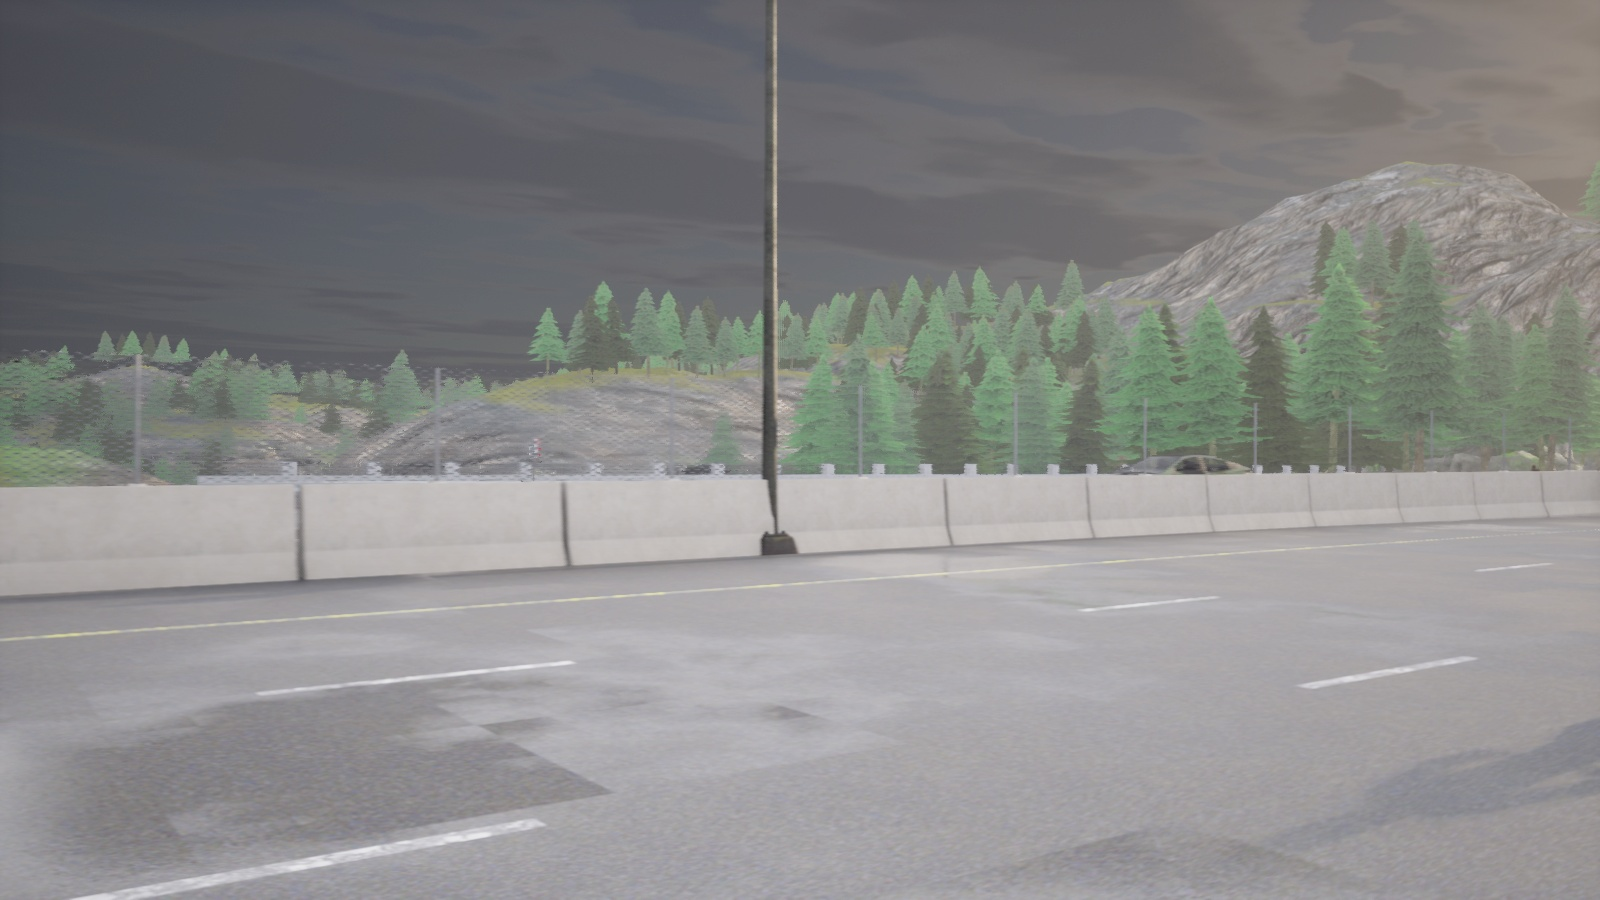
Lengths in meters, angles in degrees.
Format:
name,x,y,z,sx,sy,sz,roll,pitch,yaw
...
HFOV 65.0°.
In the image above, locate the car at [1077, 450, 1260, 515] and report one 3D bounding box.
name,x,y,z,sx,sy,sz,roll,pitch,yaw
car,9.268,0.782,31.432,4.514,1.525,2.007,0,0,-35
